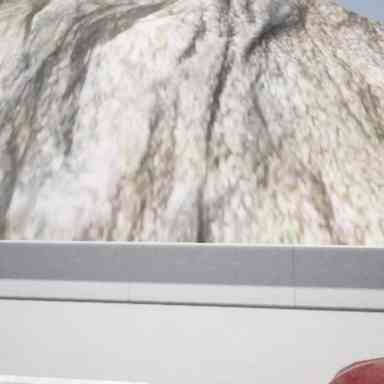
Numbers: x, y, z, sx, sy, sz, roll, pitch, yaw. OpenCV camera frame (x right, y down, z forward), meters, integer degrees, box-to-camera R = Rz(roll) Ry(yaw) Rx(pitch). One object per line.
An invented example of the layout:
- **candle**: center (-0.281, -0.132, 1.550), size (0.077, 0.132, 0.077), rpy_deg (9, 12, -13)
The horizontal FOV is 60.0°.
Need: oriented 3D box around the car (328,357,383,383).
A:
- **car**: center (3.172, 1.526, 1.846), size (4.674, 1.442, 1.812), rpy_deg (0, 0, 7)
